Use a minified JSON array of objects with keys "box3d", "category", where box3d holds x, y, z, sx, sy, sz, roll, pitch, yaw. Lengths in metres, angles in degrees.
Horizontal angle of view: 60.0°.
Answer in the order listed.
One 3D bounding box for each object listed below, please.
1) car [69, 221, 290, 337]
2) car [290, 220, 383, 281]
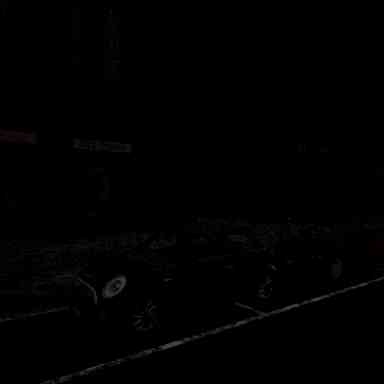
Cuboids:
[{"box3d":[-0.243,1.441,6.589,4.097,1.590,1.967,0,1,-36],"category":"car"},{"box3d":[4.329,1.545,9.864,4.507,1.381,1.887,0,1,-36],"category":"car"}]
